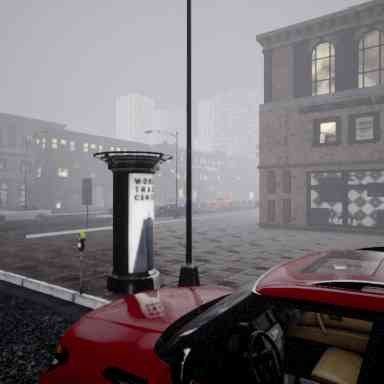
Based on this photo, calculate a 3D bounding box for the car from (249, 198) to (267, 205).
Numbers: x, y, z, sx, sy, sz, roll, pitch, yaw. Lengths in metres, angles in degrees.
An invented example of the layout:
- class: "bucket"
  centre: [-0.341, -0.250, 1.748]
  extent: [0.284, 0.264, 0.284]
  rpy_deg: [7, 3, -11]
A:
- class: "car"
  centre: [13.817, 1.876, 69.277]
  extent: [2.008, 1.369, 4.403]
  rpy_deg: [0, -1, 35]

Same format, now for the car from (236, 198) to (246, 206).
- class: "car"
  centre: [7.463, 1.815, 60.234]
  extent: [2.008, 1.369, 4.403]
  rpy_deg: [0, -1, 35]

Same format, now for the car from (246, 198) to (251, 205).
- class: "car"
  centre: [10.640, 1.846, 64.755]
  extent: [2.008, 1.369, 4.403]
  rpy_deg: [0, -1, 35]

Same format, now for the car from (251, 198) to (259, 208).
- class: "car"
  centre: [11.142, 1.676, 50.896]
  extent: [1.967, 1.590, 4.097]
  rpy_deg: [0, -1, 35]

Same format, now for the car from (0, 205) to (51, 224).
- class: "car"
  centre: [-13.568, 1.668, 25.799]
  extent: [1.895, 1.301, 4.718]
  rpy_deg: [0, 0, 35]

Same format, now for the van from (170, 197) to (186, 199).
- class: "van"
  centre: [-2.070, 1.518, 46.672]
  extent: [1.690, 1.788, 3.998]
  rpy_deg: [0, 0, 35]

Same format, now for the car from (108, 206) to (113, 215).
- class: "car"
  centre: [-6.860, 1.683, 35.345]
  extent: [1.994, 1.385, 4.181]
  rpy_deg: [0, 0, 35]

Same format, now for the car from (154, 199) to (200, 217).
- class: "car"
  centre: [-1.524, 1.670, 32.782]
  extent: [1.887, 1.381, 4.507]
  rpy_deg: [0, 0, 35]

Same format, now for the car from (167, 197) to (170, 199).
- class: "car"
  centre: [-5.344, 1.674, 42.010]
  extent: [1.752, 1.417, 4.829]
  rpy_deg: [0, 0, 35]

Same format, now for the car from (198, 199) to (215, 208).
- class: "car"
  centre: [1.108, 1.756, 51.192]
  extent: [2.008, 1.369, 4.403]
  rpy_deg: [0, 0, 35]

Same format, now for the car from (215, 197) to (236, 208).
- class: "car"
  centre: [4.315, 1.567, 51.149]
  extent: [2.097, 1.767, 4.553]
  rpy_deg: [0, 0, 36]

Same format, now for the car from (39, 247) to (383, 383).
- class: "car"
  centre: [1.156, 1.315, 2.051]
  extent: [5.009, 1.841, 2.192]
  rpy_deg: [0, 0, 36]

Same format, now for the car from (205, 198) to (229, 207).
- class: "car"
  centre: [4.187, 1.759, 55.574]
  extent: [1.752, 1.417, 4.829]
  rpy_deg: [0, -1, 35]
